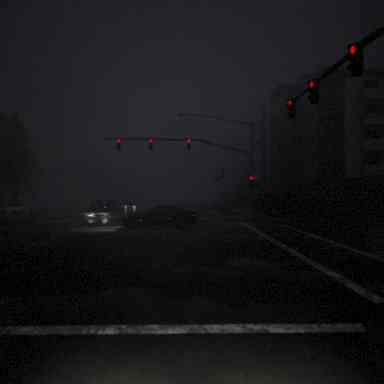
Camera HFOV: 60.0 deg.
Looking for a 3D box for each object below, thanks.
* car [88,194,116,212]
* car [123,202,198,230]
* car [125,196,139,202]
[{"bbox_3d":[-10.555,1.240,39.540,2.150,2.045,5.566,0,0,0],"label":"car"},{"bbox_3d":[-1.951,1.536,20.774,4.674,1.442,1.812,0,0,-2],"label":"car"},{"bbox_3d":[-10.436,1.570,58.411,1.837,1.490,4.892,0,0,0],"label":"car"}]
